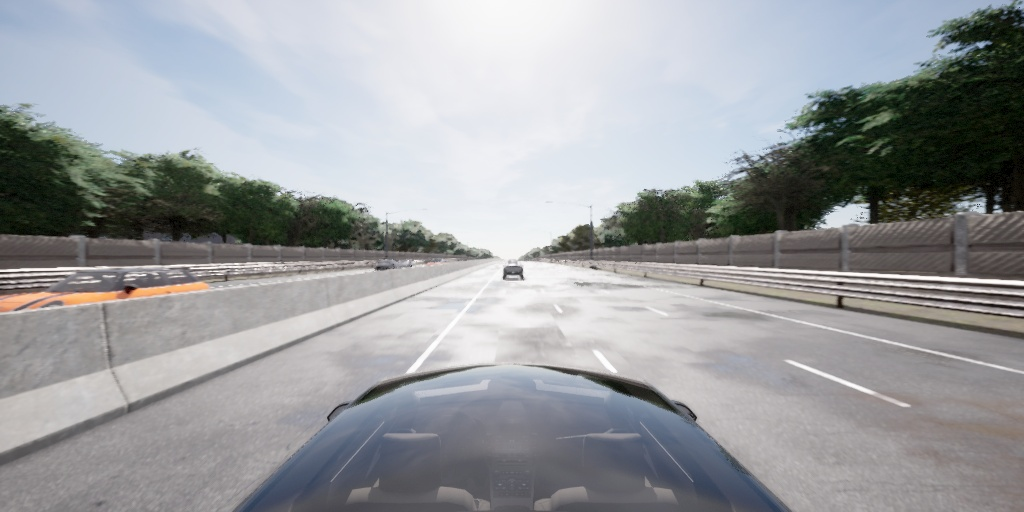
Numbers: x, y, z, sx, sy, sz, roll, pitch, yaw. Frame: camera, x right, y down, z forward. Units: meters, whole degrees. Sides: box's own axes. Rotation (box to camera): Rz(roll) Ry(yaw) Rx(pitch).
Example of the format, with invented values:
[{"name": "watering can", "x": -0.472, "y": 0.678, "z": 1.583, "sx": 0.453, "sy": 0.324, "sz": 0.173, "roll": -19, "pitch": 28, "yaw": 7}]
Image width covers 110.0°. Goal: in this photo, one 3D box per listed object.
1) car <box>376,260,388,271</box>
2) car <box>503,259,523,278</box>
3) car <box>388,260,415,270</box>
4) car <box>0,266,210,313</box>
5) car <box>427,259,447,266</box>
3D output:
[{"name": "car", "x": -17.530, "y": 1.303, "z": 50.444, "sx": 1.837, "sy": 1.490, "sz": 4.892, "roll": 0, "pitch": 0, "yaw": 1}, {"name": "car", "x": 0.113, "y": 1.264, "z": 33.917, "sx": 2.128, "sy": 1.511, "sz": 4.902, "roll": 0, "pitch": 0, "yaw": 0}, {"name": "car", "x": -14.031, "y": 1.284, "z": 46.874, "sx": 2.128, "sy": 1.511, "sz": 4.902, "roll": 0, "pitch": 0, "yaw": 1}, {"name": "car", "x": -10.590, "y": 1.105, "z": 9.489, "sx": 2.097, "sy": 1.767, "sz": 4.553, "roll": 0, "pitch": 0, "yaw": 0}, {"name": "car", "x": -10.533, "y": 1.151, "z": 50.547, "sx": 2.097, "sy": 1.767, "sz": 4.553, "roll": 0, "pitch": 0, "yaw": 1}]
